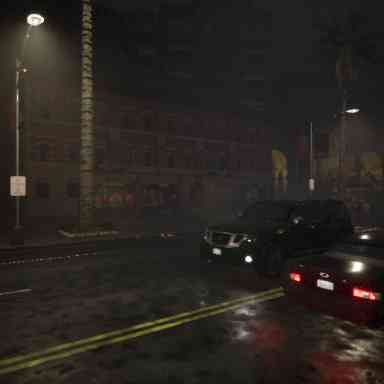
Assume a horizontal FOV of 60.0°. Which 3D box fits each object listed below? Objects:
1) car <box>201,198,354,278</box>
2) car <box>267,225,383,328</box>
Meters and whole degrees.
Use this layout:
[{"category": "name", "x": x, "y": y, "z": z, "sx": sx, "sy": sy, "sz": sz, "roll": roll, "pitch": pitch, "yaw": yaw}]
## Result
[{"category": "car", "x": 2.892, "y": 1.221, "z": 10.442, "sx": 5.566, "sy": 2.045, "sz": 2.150, "roll": 0, "pitch": 0, "yaw": -36}, {"category": "car", "x": 4.192, "y": 1.547, "z": 6.852, "sx": 5.357, "sy": 1.411, "sz": 2.033, "roll": 0, "pitch": 0, "yaw": -36}]
